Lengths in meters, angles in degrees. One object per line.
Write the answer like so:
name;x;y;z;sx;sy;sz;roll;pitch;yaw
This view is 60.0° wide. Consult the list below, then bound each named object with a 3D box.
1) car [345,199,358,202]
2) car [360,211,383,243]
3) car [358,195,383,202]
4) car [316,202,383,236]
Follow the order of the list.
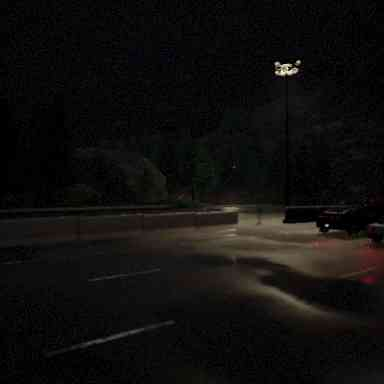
car;28.777;1.847;58.838;4.181;1.385;1.994;2;-1;-35
car;9.920;1.640;15.126;4.718;1.301;1.895;0;0;-36
car;30.918;1.511;56.065;5.566;2.045;2.150;2;-1;-35
car;9.026;1.541;18.787;4.902;1.511;2.128;0;0;-35
